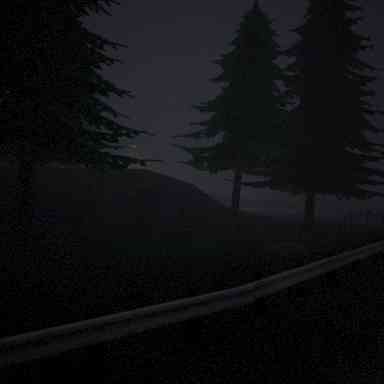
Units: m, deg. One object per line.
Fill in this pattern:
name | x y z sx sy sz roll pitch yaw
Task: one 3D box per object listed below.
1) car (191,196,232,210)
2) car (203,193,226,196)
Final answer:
car | 2.768 1.565 47.711 4.718 1.301 1.895 0 0 34
car | 4.064 1.182 51.064 5.566 2.045 2.150 0 0 34
